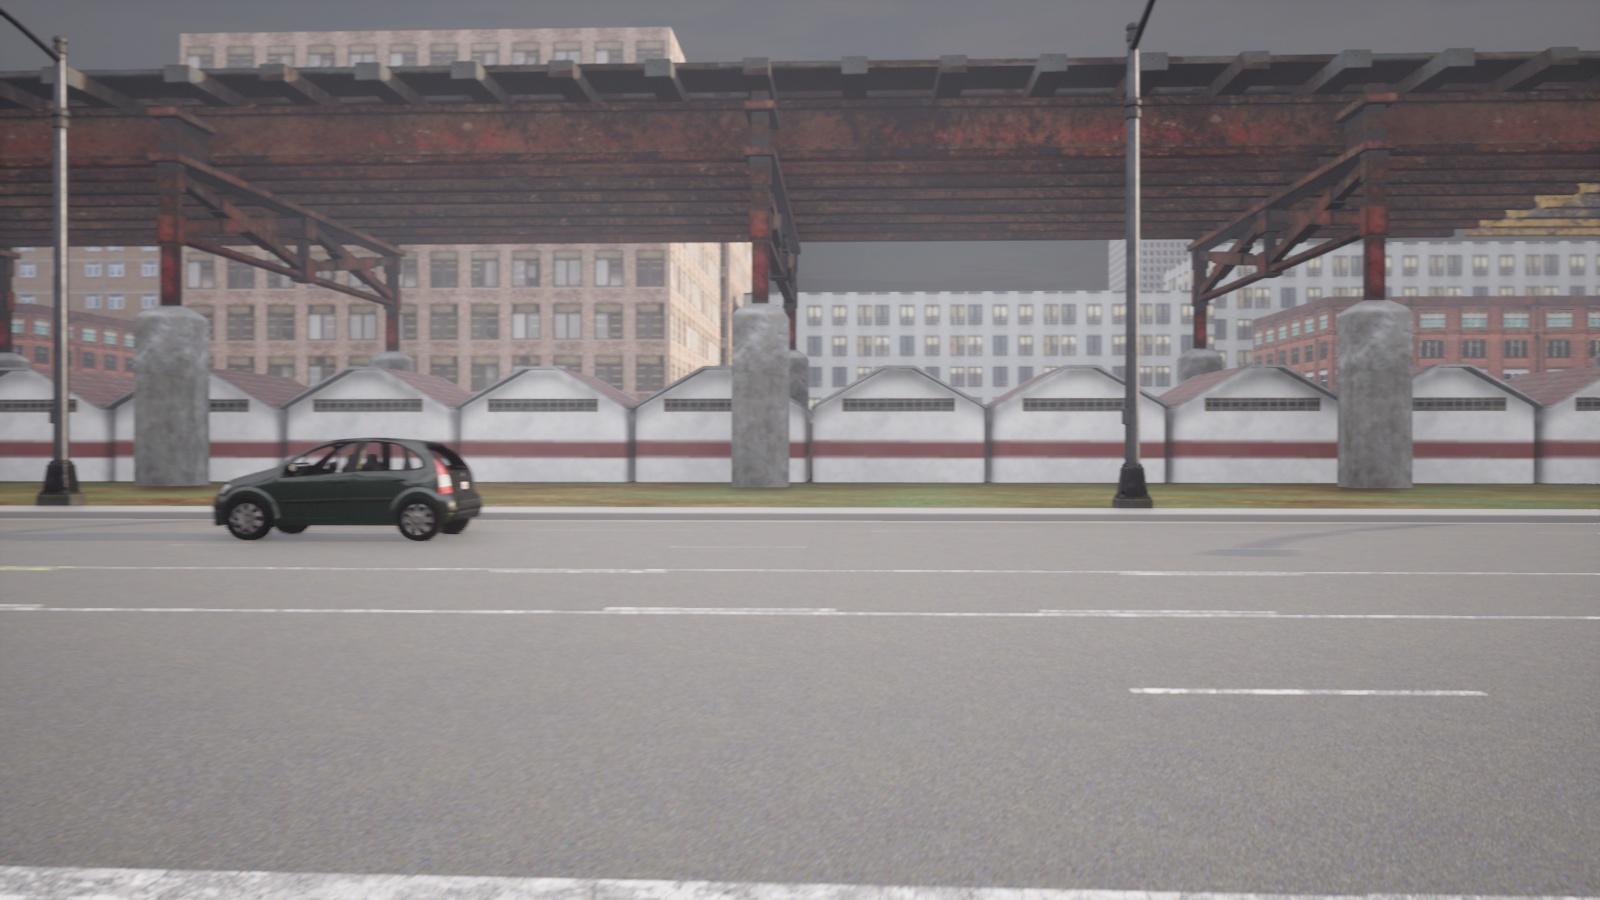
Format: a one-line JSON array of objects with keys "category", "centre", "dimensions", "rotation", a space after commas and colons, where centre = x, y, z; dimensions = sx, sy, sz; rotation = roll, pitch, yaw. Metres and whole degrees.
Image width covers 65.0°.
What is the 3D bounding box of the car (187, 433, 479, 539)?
[{"category": "car", "centre": [-7.398, 0.548, 20.144], "dimensions": [3.988, 1.617, 1.851], "rotation": [0, 0, 2]}]
